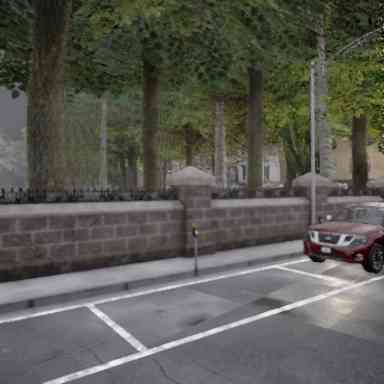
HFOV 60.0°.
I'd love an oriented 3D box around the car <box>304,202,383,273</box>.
[{"bbox_3d":[5.757,1.273,10.669,5.009,1.841,2.192,0,0,-36],"label":"car"}]
